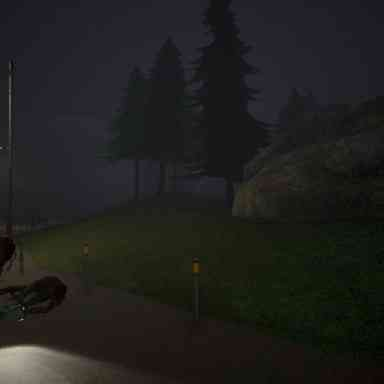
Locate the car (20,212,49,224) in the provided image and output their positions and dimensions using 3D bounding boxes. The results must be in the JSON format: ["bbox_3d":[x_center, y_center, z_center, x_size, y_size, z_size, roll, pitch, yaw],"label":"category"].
[{"bbox_3d":[-20.763,3.446,44.136,2.128,1.511,4.902,1,-4,3],"label":"car"}]

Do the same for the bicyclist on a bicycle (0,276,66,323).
[{"bbox_3d":[-2.740,1.794,5.543,1.620,0.582,1.656,-21,3,12],"label":"bicyclist on a bicycle"}]

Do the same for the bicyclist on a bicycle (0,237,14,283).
[{"bbox_3d":[-3.681,1.347,6.013,0.582,1.620,1.656,22,20,-2],"label":"bicyclist on a bicycle"}]
